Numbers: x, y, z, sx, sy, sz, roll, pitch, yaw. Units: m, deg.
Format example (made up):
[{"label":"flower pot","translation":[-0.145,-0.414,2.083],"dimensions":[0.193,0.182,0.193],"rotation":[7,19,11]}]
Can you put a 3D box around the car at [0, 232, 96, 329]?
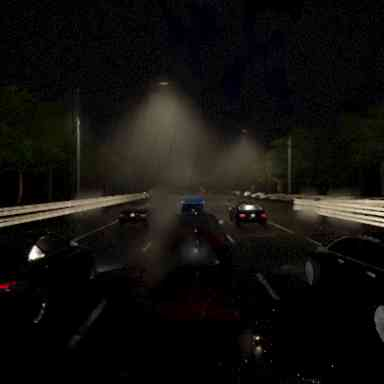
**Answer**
[{"label":"car","translation":[-3.431,1.514,6.836],"dimensions":[1.994,1.385,4.181],"rotation":[0,0,0]}]

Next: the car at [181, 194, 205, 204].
[{"label":"car","translation":[0.094,1.221,28.374],"dimensions":[1.882,1.535,5.008],"rotation":[0,1,0]}]

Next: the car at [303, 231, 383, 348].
[{"label":"car","translation":[3.574,1.463,6.017],"dimensions":[1.837,1.490,4.892],"rotation":[0,1,-1]}]

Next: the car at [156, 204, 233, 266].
[{"label":"car","translation":[0.083,1.395,11.196],"dimensions":[1.882,1.535,5.008],"rotation":[0,1,0]}]

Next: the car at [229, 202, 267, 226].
[{"label":"car","translation":[3.565,1.368,21.818],"dimensions":[2.033,1.411,5.357],"rotation":[0,1,0]}]

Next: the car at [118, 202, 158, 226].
[{"label":"car","translation":[-3.437,1.367,21.905],"dimensions":[2.033,1.411,5.357],"rotation":[0,1,1]}]
